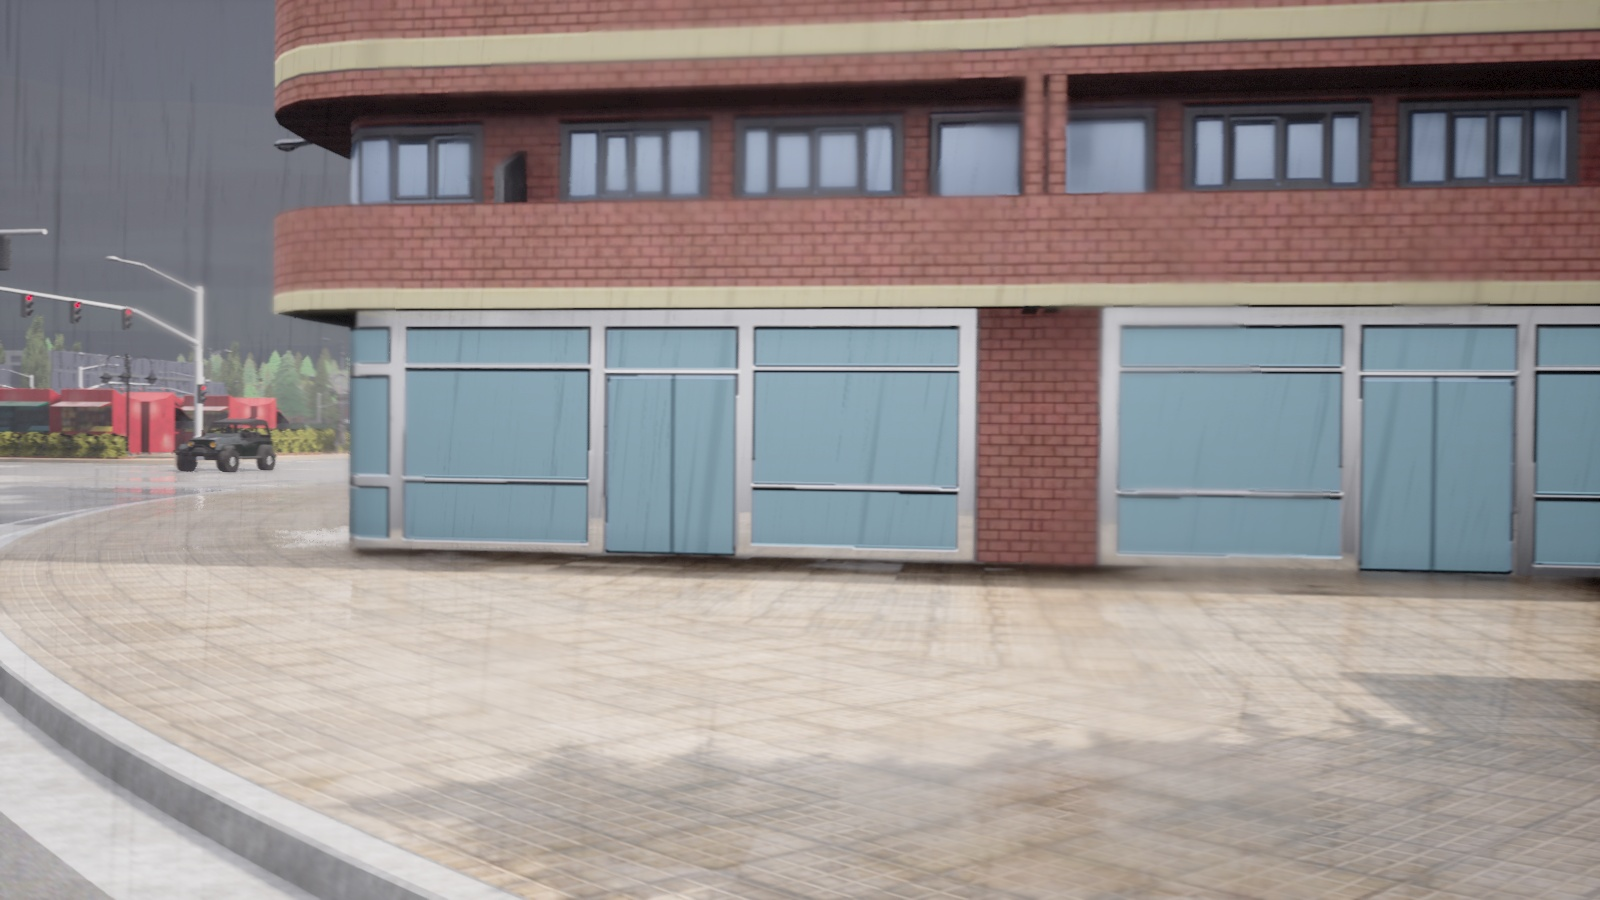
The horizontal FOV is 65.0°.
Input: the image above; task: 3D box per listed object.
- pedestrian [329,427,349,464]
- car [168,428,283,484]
[{"bbox_3d":[-24.385,-0.247,66.465,0.659,1.952,0.873,0,1,8],"label":"pedestrian"},{"bbox_3d":[-20.244,0.182,44.425,1.905,1.878,3.866,0,1,7],"label":"car"}]
